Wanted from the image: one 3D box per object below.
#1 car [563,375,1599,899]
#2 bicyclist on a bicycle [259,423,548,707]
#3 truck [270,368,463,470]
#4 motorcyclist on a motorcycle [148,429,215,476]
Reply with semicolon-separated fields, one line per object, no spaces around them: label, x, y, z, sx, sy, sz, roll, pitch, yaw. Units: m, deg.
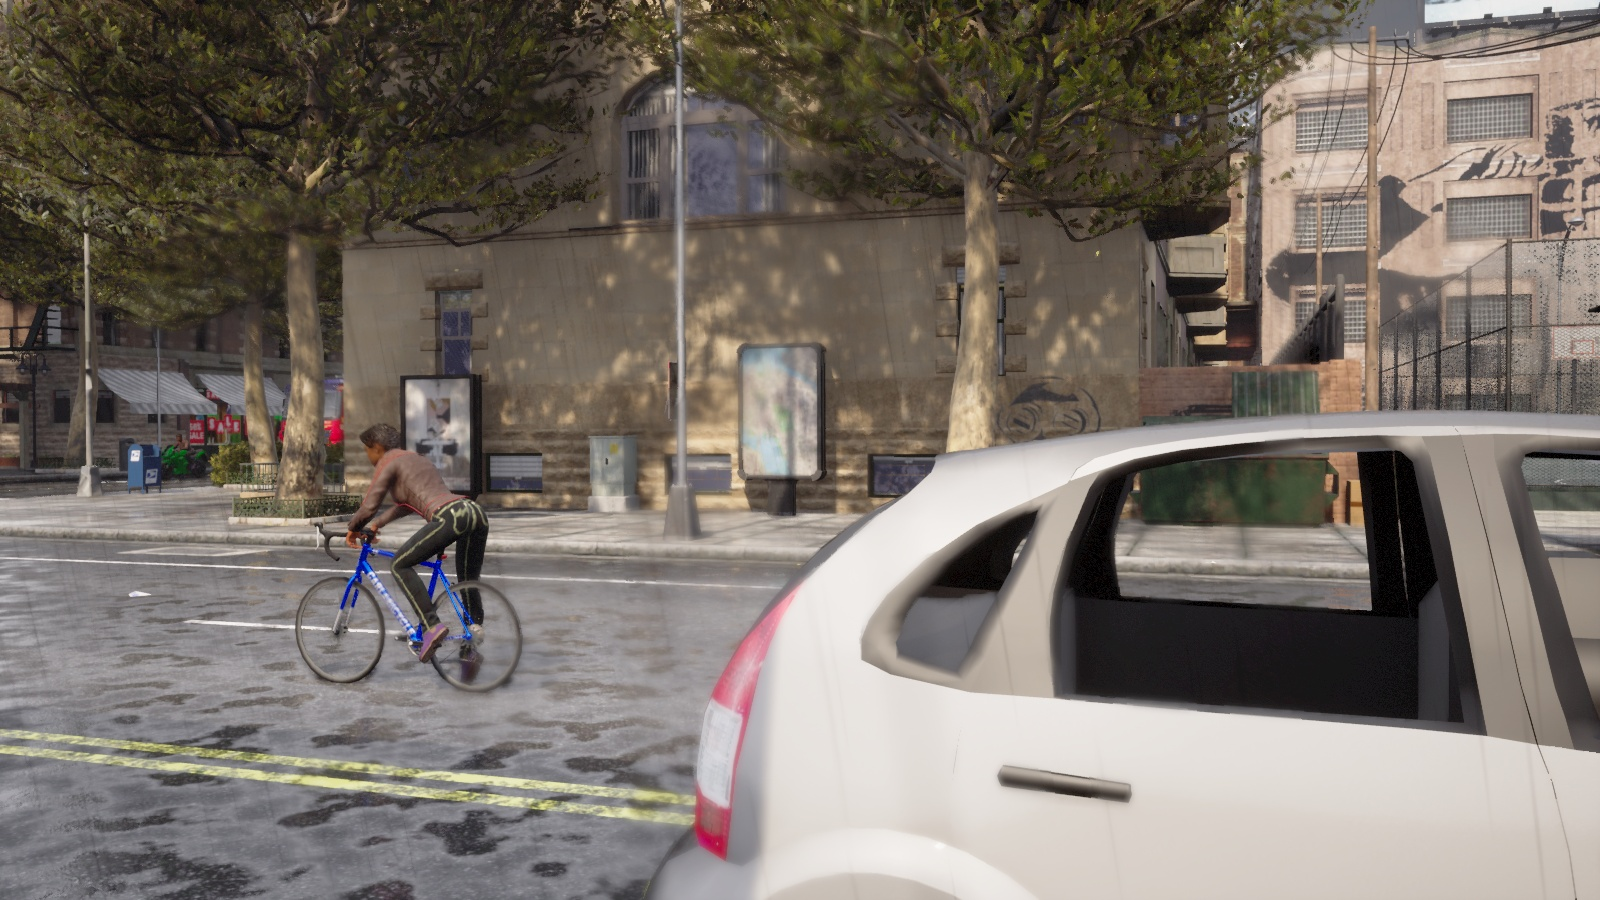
car;1.739;0.690;2.607;3.988;1.617;1.851;1;1;19
bicyclist on a bicycle;-2.426;0.647;7.694;1.656;1.620;0.582;0;1;19
truck;-17.521;-1.230;51.577;2.891;3.827;8.468;1;1;19
motorcyclist on a motorcycle;-20.733;0.056;42.158;0.797;1.523;2.044;1;1;19
